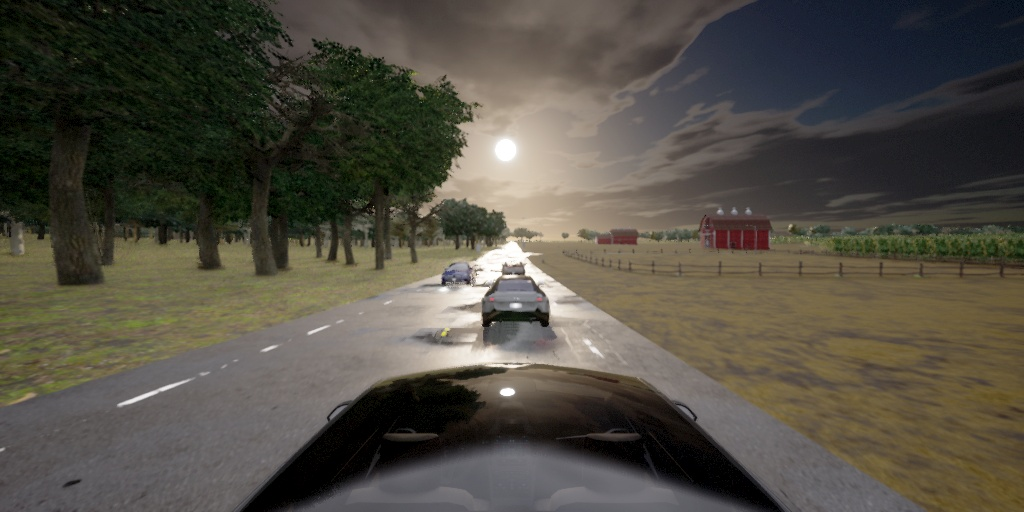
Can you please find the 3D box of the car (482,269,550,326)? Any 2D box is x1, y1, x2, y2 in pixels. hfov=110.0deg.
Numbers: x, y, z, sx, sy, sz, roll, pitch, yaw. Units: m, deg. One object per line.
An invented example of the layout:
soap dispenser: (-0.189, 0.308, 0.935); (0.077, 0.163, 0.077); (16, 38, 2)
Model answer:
car: (0.105, 1.309, 11.719); (1.994, 1.385, 4.181); (0, 0, 0)

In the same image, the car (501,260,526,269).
car: (0.110, 1.063, 29.267); (2.128, 1.511, 4.902); (0, 1, 0)

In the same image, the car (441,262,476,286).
car: (-3.551, 1.156, 24.397); (1.812, 1.442, 4.674); (0, 0, 0)
